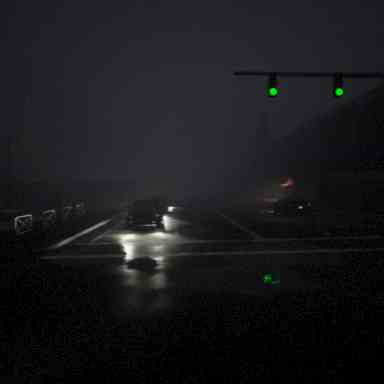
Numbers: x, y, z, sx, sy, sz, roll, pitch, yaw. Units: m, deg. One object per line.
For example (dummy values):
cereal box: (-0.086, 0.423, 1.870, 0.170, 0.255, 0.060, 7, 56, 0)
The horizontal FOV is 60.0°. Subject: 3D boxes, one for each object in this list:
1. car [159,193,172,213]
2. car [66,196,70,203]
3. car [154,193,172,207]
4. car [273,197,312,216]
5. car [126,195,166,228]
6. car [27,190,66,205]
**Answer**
car: (-3.093, 1.023, 29.513, 2.128, 1.511, 4.902, -1, 1, -2)
car: (-18.374, 0.844, 44.210, 3.806, 1.475, 1.970, -1, 1, -3)
car: (-3.350, 0.890, 39.622, 1.812, 1.442, 4.674, -1, 1, -1)
car: (7.730, 1.040, 25.902, 1.994, 1.385, 4.181, -1, 1, -2)
car: (-2.745, 1.165, 19.967, 1.882, 1.535, 5.008, -1, 1, -3)
car: (-18.223, 0.652, 41.316, 3.866, 1.878, 1.905, -1, 1, -3)
